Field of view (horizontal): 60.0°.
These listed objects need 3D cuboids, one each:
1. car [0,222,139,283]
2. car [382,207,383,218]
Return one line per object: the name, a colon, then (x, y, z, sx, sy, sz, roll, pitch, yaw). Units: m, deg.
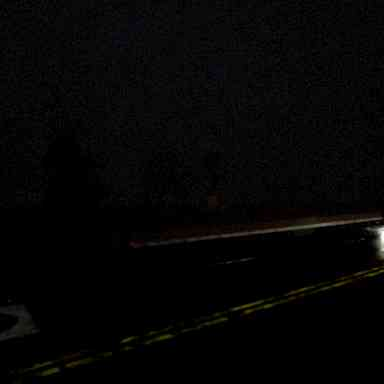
car: (-4.122, 1.537, 8.723, 5.357, 1.411, 2.033, -1, 0, -35)
car: (14.982, 1.038, 22.257, 5.566, 2.045, 2.150, 0, 0, -35)
